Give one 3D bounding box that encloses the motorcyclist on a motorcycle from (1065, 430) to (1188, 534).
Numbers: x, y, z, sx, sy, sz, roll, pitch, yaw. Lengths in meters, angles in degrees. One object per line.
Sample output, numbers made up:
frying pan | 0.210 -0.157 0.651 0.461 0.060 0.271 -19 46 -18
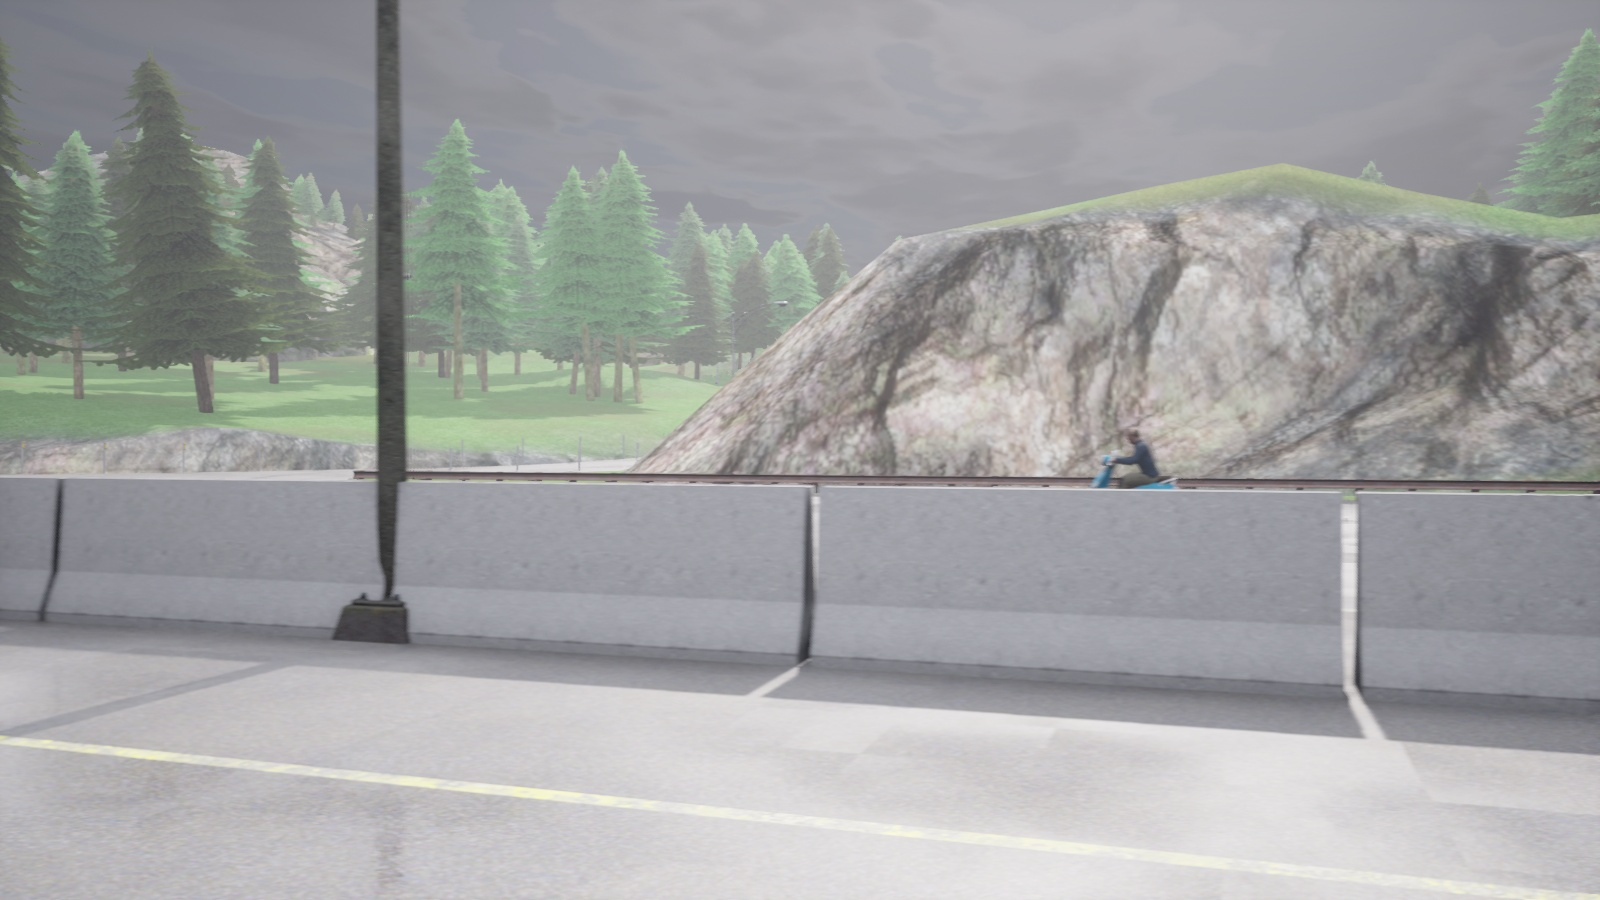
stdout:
motorcyclist on a motorcycle | 5.180 0.481 19.912 1.817 1.590 0.866 1 1 19
